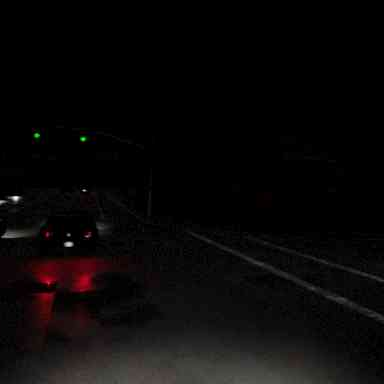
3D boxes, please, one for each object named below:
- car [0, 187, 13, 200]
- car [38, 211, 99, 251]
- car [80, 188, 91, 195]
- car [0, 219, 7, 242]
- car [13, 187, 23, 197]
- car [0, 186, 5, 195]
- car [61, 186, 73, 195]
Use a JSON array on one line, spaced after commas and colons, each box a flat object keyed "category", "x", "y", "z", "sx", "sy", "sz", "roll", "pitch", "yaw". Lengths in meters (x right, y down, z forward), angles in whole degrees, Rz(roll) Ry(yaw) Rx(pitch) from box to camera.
[{"category": "car", "x": -24.810, "y": 0.263, "z": 42.416, "sx": 1.994, "sy": 1.385, "sz": 4.181, "roll": 2, "pitch": 1, "yaw": -17}, {"category": "car", "x": -4.702, "y": 1.398, "z": 13.083, "sx": 1.895, "sy": 1.301, "sz": 4.718, "roll": 2, "pitch": 0, "yaw": -17}, {"category": "car", "x": -21.384, "y": -0.130, "z": 66.993, "sx": 2.128, "sy": 1.511, "sz": 4.902, "roll": 2, "pitch": 1, "yaw": -17}, {"category": "car", "x": -7.755, "y": 1.243, "z": 11.120, "sx": 2.033, "sy": 1.411, "sz": 5.357, "roll": 2, "pitch": 0, "yaw": -17}, {"category": "car", "x": -27.725, "y": -0.081, "z": 51.902, "sx": 1.812, "sy": 1.442, "sz": 4.674, "roll": 2, "pitch": 1, "yaw": -17}, {"category": "car", "x": -31.789, "y": -0.255, "z": 53.218, "sx": 2.033, "sy": 1.411, "sz": 5.357, "roll": 2, "pitch": 1, "yaw": -17}, {"category": "car", "x": -24.768, "y": -0.423, "z": 66.113, "sx": 2.097, "sy": 1.767, "sz": 4.553, "roll": 2, "pitch": 1, "yaw": -17}]
